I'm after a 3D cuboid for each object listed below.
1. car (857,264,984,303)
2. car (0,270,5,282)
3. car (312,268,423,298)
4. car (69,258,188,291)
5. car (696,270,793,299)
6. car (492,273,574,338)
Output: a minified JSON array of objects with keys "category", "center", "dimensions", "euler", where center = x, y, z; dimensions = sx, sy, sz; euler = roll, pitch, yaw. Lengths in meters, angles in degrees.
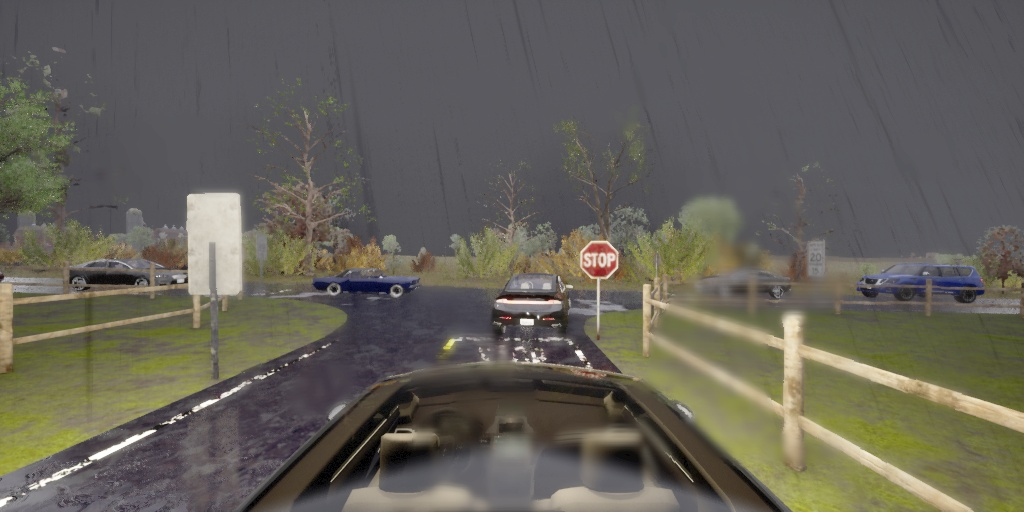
[{"category":"car","center":[22.914,1.466,20.214],"dimensions":[5.566,2.045,2.150],"euler":[1,1,0]},{"category":"car","center":[-27.781,0.718,17.365],"dimensions":[4.674,1.442,1.812],"euler":[1,1,0]},{"category":"car","center":[-6.810,1.249,17.323],"dimensions":[4.718,1.301,1.895],"euler":[1,1,0]},{"category":"car","center":[-18.478,0.885,17.350],"dimensions":[4.902,1.511,2.128],"euler":[1,1,0]},{"category":"car","center":[13.018,1.525,20.233],"dimensions":[4.902,1.511,2.128],"euler":[1,1,0]},{"category":"car","center":[0.713,1.240,10.285],"dimensions":[2.128,1.511,4.902],"euler":[0,0,9]}]
